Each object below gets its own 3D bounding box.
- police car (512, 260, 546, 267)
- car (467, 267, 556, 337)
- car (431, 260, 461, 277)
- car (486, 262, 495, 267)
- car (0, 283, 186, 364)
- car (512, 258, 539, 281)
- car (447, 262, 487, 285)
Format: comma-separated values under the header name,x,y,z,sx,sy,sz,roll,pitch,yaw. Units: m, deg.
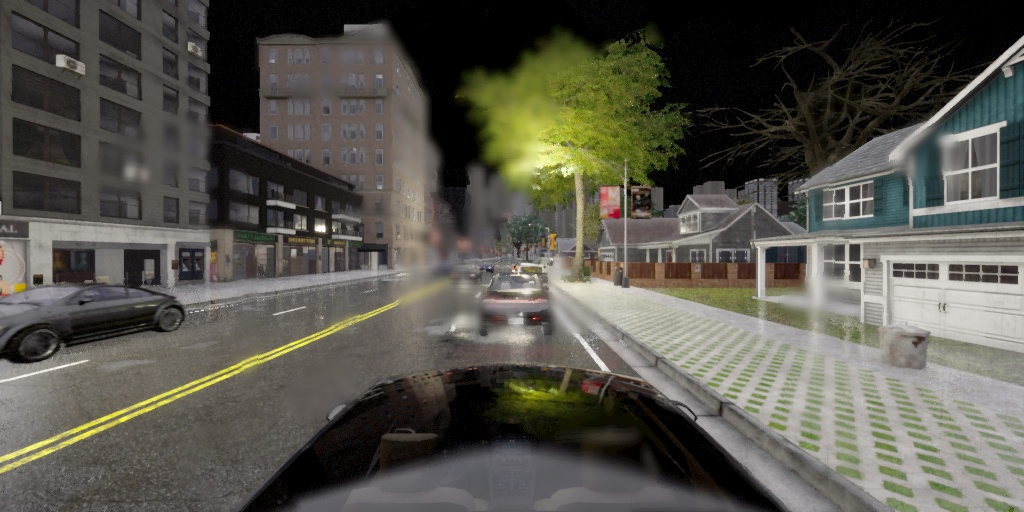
name,x,y,z,sx,sy,sz,roll,pitch,yaw
police car,1.044,1.165,20.583,1.930,1.638,5.238,0,0,0
car,0.130,1.239,10.333,2.128,1.511,4.902,0,0,0
car,-6.479,1.327,34.754,1.895,1.301,4.718,0,0,0
car,-3.004,1.321,41.413,1.895,1.301,4.718,0,0,0
car,-9.827,1.312,7.952,1.994,1.385,4.181,0,0,0
car,1.080,1.082,30.443,2.097,1.767,4.553,0,0,0
car,-3.063,1.336,25.520,1.895,1.301,4.718,0,0,0
